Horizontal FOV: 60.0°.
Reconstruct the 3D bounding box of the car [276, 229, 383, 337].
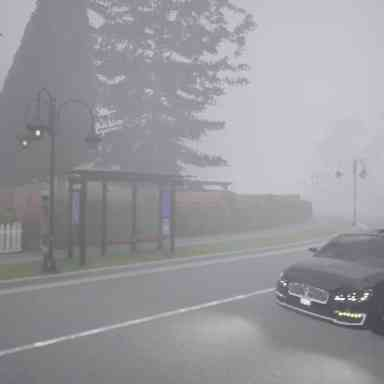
[{"bbox_3d":[3.782,1.578,6.872,4.892,1.490,1.837,1,-1,-37],"label":"car"}]
